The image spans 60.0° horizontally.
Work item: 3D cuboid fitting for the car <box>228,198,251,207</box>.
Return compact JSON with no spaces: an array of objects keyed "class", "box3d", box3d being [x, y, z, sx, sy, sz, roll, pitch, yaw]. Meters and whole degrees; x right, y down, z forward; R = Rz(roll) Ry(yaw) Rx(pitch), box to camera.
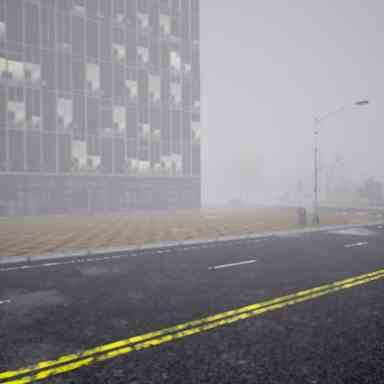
[{"class":"car","box3d":[8.475,1.771,59.607,2.128,1.511,4.902,-1,0,-33]}]
